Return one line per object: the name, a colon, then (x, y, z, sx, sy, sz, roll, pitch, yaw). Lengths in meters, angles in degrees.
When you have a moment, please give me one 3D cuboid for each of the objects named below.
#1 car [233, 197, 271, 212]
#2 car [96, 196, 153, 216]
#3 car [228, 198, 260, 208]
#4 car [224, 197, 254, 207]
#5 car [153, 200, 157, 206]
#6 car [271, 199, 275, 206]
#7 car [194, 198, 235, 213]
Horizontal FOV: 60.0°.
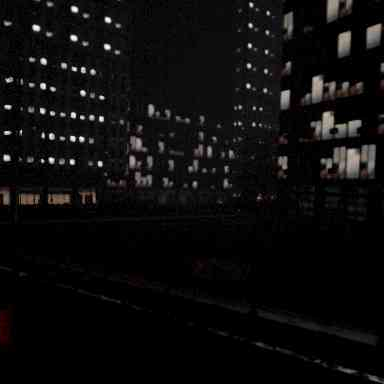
car: (7.153, 1.552, 42.353, 5.009, 1.841, 2.192, 1, 2, -34)
car: (-6.880, 1.344, 32.749, 5.009, 1.841, 2.192, 1, 2, -34)
car: (7.726, 1.613, 49.274, 4.674, 1.442, 1.812, 1, 2, -34)
car: (7.379, 1.576, 52.062, 4.313, 1.339, 1.947, 1, 2, -34)
car: (-6.655, 1.352, 42.458, 4.403, 1.369, 2.008, 1, 2, -34)
car: (12.057, 1.661, 55.264, 4.206, 1.307, 1.802, 1, 2, -34)
car: (2.468, 1.712, 39.158, 4.507, 1.381, 1.887, 1, 2, -34)
